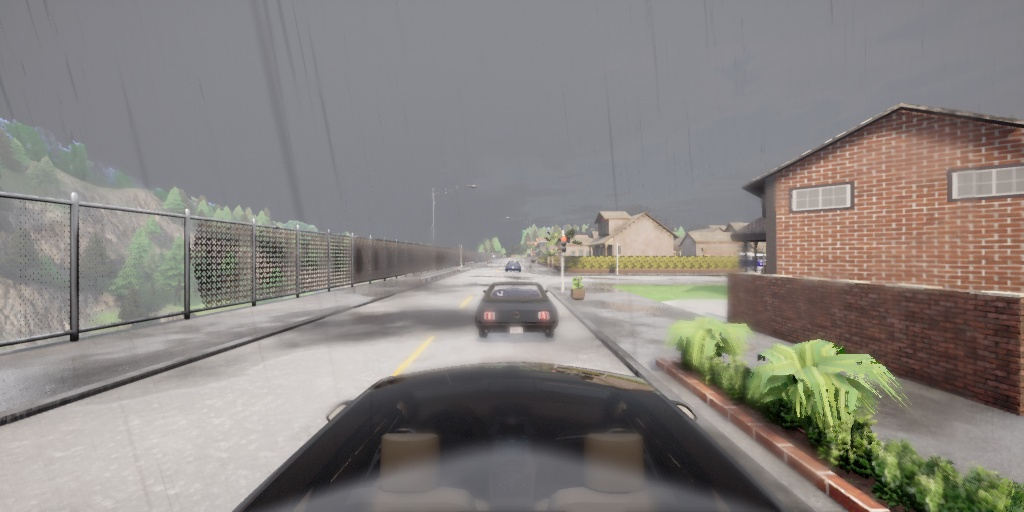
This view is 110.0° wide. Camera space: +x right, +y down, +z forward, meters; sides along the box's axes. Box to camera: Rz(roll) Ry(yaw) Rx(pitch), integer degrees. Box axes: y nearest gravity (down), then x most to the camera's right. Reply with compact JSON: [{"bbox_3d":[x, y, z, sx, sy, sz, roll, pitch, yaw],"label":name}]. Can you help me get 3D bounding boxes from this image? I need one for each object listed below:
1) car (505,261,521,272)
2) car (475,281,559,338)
[{"bbox_3d":[0.152,1.314,46.191,1.994,1.385,4.181,0,0,0],"label":"car"},{"bbox_3d":[0.108,1.351,10.145,1.895,1.301,4.718,0,0,0],"label":"car"}]
